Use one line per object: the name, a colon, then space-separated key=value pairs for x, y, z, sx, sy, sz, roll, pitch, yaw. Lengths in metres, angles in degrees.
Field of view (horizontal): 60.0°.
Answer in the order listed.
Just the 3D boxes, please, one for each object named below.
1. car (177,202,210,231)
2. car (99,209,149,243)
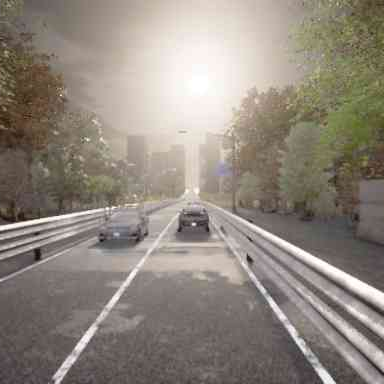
car: x=0.105 y=1.590 z=21.202 sx=1.837 sy=1.490 sz=4.892 roll=0 pitch=0 yaw=0
car: x=-3.246 y=1.583 z=16.703 sx=1.812 sy=1.442 sz=4.674 roll=0 pitch=0 yaw=0
